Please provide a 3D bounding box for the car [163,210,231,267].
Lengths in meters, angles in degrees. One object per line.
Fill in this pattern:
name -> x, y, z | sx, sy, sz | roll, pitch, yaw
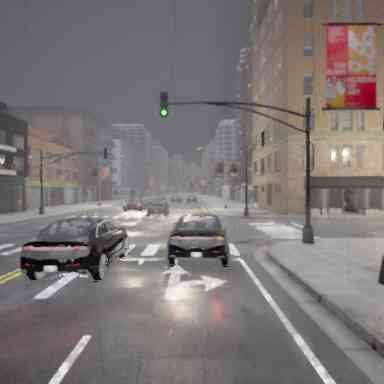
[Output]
car -> 0.309, 1.493, 11.500 | 2.128, 1.511, 4.902 | 0, 0, 4

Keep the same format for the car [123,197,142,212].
car -> -6.585, 1.361, 38.385 | 2.097, 1.767, 4.553 | 0, 0, 0

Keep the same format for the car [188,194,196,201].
car -> 0.014, 1.346, 77.590 | 1.882, 1.535, 5.008 | 0, 0, 0

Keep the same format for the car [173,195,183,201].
car -> -3.236, 1.421, 77.590 | 1.994, 1.385, 4.181 | 0, 0, 0

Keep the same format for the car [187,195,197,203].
car -> 0.012, 1.381, 67.556 | 2.097, 1.767, 4.553 | 0, 0, 0

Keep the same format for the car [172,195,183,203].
car -> -3.238, 1.381, 67.523 | 2.097, 1.767, 4.553 | 0, 0, 0

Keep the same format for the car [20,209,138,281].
car -> -3.146, 1.492, 9.824 | 2.128, 1.511, 4.902 | 0, 0, 0

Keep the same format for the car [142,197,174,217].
car -> -3.142, 1.497, 31.838 | 2.128, 1.511, 4.902 | 0, 0, 0
